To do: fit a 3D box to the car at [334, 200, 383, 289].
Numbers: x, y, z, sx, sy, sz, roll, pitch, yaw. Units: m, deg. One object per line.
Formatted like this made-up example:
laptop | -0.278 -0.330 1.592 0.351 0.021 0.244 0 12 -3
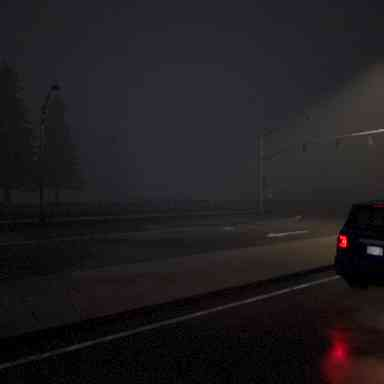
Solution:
car | 5.673 1.203 7.845 5.566 2.045 2.150 0 0 -35
